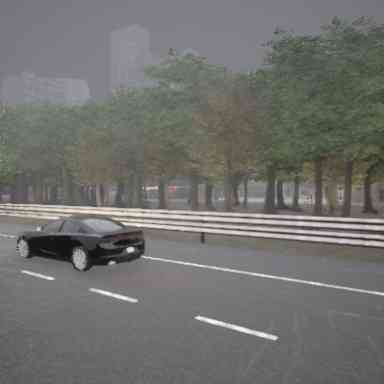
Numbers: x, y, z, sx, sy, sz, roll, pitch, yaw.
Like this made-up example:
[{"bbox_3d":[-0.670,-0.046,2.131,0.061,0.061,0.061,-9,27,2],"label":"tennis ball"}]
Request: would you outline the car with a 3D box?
[{"bbox_3d":[-3.754,1.496,10.856,5.008,1.535,1.882,0,0,36],"label":"car"}]
